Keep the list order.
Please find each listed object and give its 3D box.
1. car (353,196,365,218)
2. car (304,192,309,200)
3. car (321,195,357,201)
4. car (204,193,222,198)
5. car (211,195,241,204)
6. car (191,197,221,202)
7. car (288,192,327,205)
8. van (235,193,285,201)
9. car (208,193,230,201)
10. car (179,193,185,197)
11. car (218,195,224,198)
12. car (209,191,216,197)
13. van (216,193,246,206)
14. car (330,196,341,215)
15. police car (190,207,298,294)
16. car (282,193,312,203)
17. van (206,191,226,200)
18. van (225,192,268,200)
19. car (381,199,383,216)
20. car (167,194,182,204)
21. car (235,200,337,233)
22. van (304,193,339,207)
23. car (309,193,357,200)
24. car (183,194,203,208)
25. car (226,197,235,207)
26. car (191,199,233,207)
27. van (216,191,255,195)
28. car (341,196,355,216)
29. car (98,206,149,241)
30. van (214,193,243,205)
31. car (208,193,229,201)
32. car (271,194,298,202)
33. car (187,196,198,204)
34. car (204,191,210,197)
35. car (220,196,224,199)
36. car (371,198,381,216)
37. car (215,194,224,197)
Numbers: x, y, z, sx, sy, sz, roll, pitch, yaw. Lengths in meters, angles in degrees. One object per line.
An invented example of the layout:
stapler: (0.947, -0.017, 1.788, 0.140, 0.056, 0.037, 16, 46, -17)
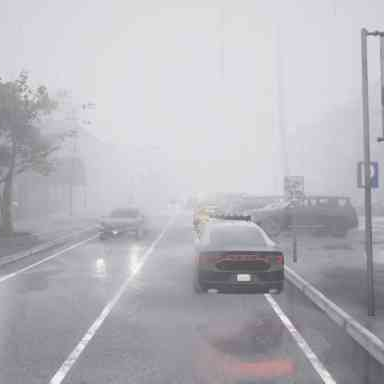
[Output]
car: (18.851, 1.455, 32.248, 5.008, 1.535, 2.097, 0, 0, 0)
car: (18.892, 1.134, 46.130, 5.566, 2.045, 2.435, 0, 1, 0)
car: (18.889, 1.452, 40.580, 4.792, 1.488, 2.163, 0, 0, 0)
car: (5.838, 0.994, 93.202, 4.792, 1.488, 2.163, 0, 1, 0)
car: (5.783, 1.290, 56.761, 4.892, 1.521, 2.231, 0, 1, 0)
car: (1.023, 1.424, 25.015, 1.801, 1.575, 5.366, 0, 0, 0)
car: (18.897, 1.059, 54.456, 5.566, 2.045, 2.435, 0, 1, 0)
van: (5.890, 1.238, 25.915, 4.442, 1.987, 1.878, 0, 0, 0)
car: (5.766, 1.039, 70.775, 4.553, 1.767, 2.185, 0, 1, 0)
car: (-3.072, 0.979, 94.032, 2.128, 1.511, 4.902, 0, 0, 0)
car: (5.778, 1.466, 39.939, 4.674, 1.452, 2.002, 0, 0, 0)
car: (5.757, 1.113, 48.348, 5.566, 2.045, 2.435, 0, 1, 0)
van: (5.903, 1.114, 51.152, 4.442, 1.987, 1.878, 0, 1, 0)
car: (18.830, 1.469, 37.797, 4.792, 1.488, 2.163, 0, 0, 0)
police car: (0.992, 1.422, 8.914, 1.930, 1.638, 5.238, 0, 0, 0)
car: (18.902, 1.136, 60.010, 4.553, 1.767, 2.185, 0, 1, 0)
van: (5.685, 0.864, 79.184, 4.442, 1.987, 1.878, 0, 1, 0)
van: (5.660, 1.230, 31.525, 4.442, 1.987, 1.878, 0, 0, 0)
car: (18.825, 1.212, 26.695, 5.566, 2.045, 2.435, 0, 0, 0)
car: (-3.221, 1.397, 57.910, 1.895, 1.301, 4.718, 0, 0, 0)
car: (5.585, 1.466, 20.309, 5.366, 1.575, 1.946, 0, 0, 0)
van: (18.982, 1.134, 48.906, 4.442, 1.987, 1.878, 0, 1, 0)
car: (18.834, 1.153, 43.353, 5.566, 2.045, 2.435, 0, 0, 0)
car: (0.099, 1.429, 45.245, 2.033, 1.411, 5.357, 0, 0, 0)
car: (5.769, 1.460, 28.719, 5.008, 1.535, 2.097, 0, 0, 0)
car: (1.011, 1.438, 19.008, 1.801, 1.575, 5.366, 0, 0, 0)
van: (5.900, 1.163, 45.547, 4.442, 1.987, 1.878, 0, 0, 0)
car: (19.042, 1.444, 35.025, 5.366, 1.575, 1.946, 0, 0, 0)
car: (-3.318, 1.492, 16.808, 1.837, 1.490, 4.892, 0, 0, 0)
van: (5.905, 1.089, 53.955, 4.442, 1.987, 1.878, 0, 1, 0)
car: (5.767, 1.014, 73.578, 4.553, 1.767, 2.185, 0, 1, 0)
car: (18.881, 1.188, 68.338, 4.892, 1.521, 2.231, 0, 1, 0)
car: (0.111, 1.354, 58.663, 1.994, 1.385, 4.181, 0, 0, 0)
car: (5.766, 0.963, 65.168, 5.566, 2.045, 2.435, 0, 1, 0)
car: (5.809, 1.470, 37.131, 4.792, 1.488, 2.163, 0, 0, 0)
car: (18.849, 1.462, 29.470, 4.892, 1.521, 2.231, 0, 0, 0)
car: (5.789, 1.409, 42.741, 4.892, 1.521, 2.231, 0, 0, 0)
